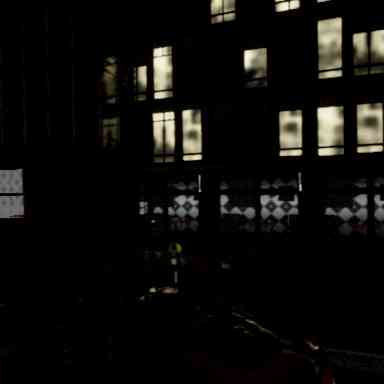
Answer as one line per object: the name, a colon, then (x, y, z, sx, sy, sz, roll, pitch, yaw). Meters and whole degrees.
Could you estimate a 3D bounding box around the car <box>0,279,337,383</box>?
car: (-0.867, 1.553, 3.159, 4.206, 1.307, 1.802, -1, 1, 19)
